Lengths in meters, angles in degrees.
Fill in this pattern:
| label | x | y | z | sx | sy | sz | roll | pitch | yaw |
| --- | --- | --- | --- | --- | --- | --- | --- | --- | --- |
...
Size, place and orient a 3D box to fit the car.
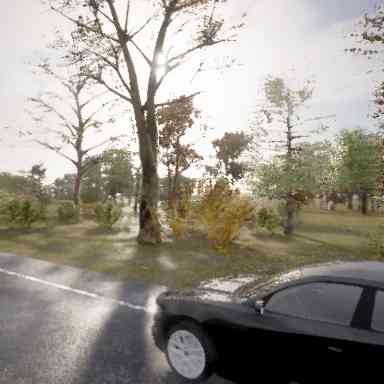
| label | x | y | z | sx | sy | sz | roll | pitch | yaw |
| --- | --- | --- | --- | --- | --- | --- | --- | --- | --- |
| car | 1.773 | 1.532 | 3.833 | 5.008 | 1.535 | 1.882 | 0 | -1 | 34 |
